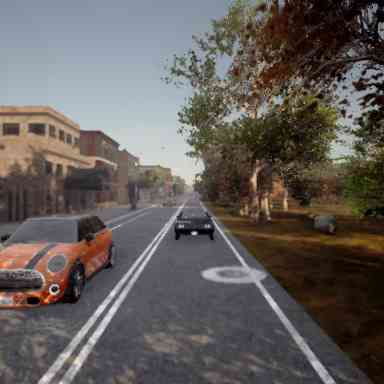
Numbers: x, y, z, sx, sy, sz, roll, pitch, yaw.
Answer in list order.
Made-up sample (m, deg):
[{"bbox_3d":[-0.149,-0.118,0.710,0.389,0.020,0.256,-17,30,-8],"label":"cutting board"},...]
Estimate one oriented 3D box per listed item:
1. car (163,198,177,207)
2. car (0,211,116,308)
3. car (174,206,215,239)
[{"bbox_3d":[-3.288,1.556,50.291,1.994,1.385,4.181,0,0,0],"label":"car"},{"bbox_3d":[-3.347,1.354,8.175,2.097,1.767,4.553,0,0,0],"label":"car"},{"bbox_3d":[0.110,1.606,17.479,1.895,1.301,4.718,0,0,0],"label":"car"}]
